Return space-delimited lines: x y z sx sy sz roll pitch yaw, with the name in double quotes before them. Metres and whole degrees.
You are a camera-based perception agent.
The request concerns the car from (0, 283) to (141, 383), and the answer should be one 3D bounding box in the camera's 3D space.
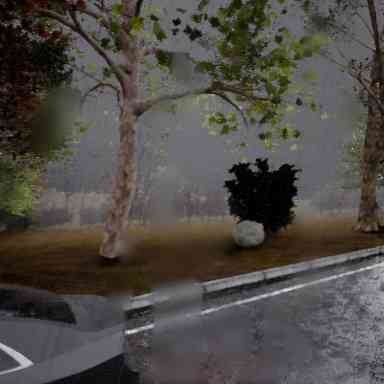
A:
"car" -2.731 1.502 2.058 4.892 1.490 1.837 0 0 -35
